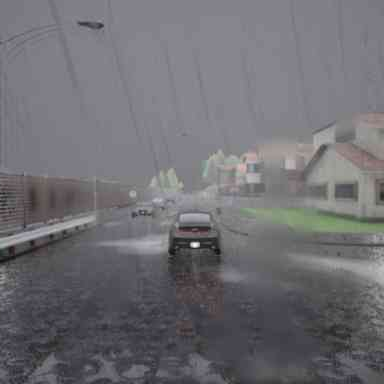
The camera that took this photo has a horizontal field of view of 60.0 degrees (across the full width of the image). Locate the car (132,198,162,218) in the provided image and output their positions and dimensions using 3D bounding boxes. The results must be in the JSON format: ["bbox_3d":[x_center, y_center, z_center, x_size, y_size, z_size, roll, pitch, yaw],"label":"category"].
[{"bbox_3d":[-4.086,1.514,29.585,1.994,1.385,4.181,0,0,0],"label":"car"}]

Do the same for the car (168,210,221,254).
[{"bbox_3d":[0.102,1.482,13.407,1.837,1.490,4.892,0,0,0],"label":"car"}]

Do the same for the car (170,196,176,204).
[{"bbox_3d":[-3.988,1.441,63.613,2.033,1.411,5.357,0,0,0],"label":"car"}]

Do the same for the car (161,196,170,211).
[{"bbox_3d":[-4.080,1.459,40.200,1.812,1.442,4.674,0,1,0],"label":"car"}]
